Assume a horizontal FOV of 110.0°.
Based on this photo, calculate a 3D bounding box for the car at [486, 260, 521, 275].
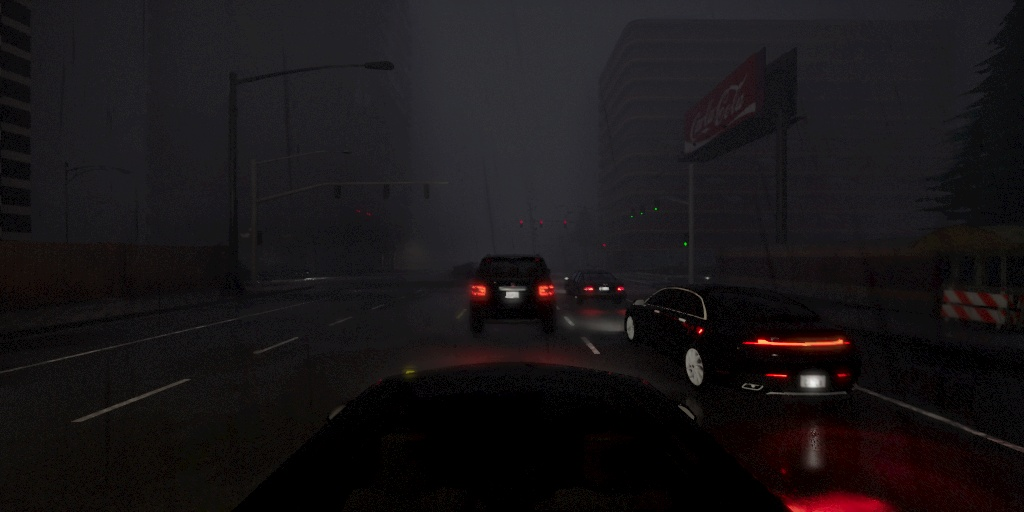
[{"bbox_3d":[-0.889,1.228,41.521,1.882,1.535,5.008,1,0,26],"label":"car"}]

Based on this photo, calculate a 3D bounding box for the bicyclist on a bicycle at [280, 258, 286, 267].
[{"bbox_3d":[-28.012,1.051,43.759,0.582,1.620,1.656,0,0,0],"label":"bicyclist on a bicycle"}]

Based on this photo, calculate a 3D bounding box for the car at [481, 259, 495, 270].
[{"bbox_3d":[-3.563,1.276,54.960,1.812,1.442,4.674,0,0,0],"label":"car"}]

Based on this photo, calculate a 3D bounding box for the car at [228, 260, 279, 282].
[{"bbox_3d":[-21.545,1.102,28.311,4.553,1.767,2.097,0,0,0],"label":"car"}]

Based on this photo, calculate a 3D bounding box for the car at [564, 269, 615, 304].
[{"bbox_3d":[3.588,1.297,16.222,2.033,1.411,5.357,0,0,0],"label":"car"}]

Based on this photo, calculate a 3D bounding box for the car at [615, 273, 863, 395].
[{"bbox_3d":[3.599,1.255,6.703,1.837,1.490,4.892,0,0,0],"label":"car"}]

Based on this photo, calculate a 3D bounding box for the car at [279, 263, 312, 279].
[{"bbox_3d":[-20.207,1.314,31.861,4.181,1.385,1.994,0,0,-2],"label":"car"}]

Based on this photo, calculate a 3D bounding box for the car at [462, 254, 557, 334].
[{"bbox_3d":[0.042,0.971,10.770,2.150,2.045,5.566,0,0,1],"label":"car"}]

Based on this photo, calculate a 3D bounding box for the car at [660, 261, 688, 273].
[{"bbox_3d":[18.628,1.276,39.236,4.674,1.442,1.812,0,0,0],"label":"car"}]

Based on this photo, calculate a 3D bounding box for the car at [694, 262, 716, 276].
[{"bbox_3d":[21.311,1.228,35.751,5.008,1.535,1.882,0,0,0],"label":"car"}]

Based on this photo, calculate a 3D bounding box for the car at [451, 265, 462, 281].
[{"bbox_3d":[-2.351,1.242,28.418,4.902,1.511,2.128,0,0,0],"label":"car"}]
